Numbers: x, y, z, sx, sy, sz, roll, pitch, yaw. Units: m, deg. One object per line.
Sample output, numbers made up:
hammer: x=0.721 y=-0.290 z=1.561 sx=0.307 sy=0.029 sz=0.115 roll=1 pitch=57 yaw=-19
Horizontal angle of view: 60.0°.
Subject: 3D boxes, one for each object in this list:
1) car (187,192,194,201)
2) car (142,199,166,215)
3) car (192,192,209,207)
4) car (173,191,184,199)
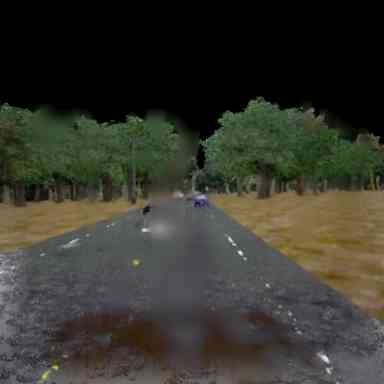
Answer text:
car: x=0.081 y=1.075 z=62.324 sx=1.895 sy=1.301 sz=4.718 roll=0 pitch=1 yaw=2
car: x=-3.592 y=1.402 z=31.923 sx=1.895 sy=1.301 sz=4.718 roll=0 pitch=1 yaw=0
car: x=1.230 y=1.166 z=43.445 sx=1.882 sy=1.535 sz=5.008 roll=0 pitch=1 yaw=0
car: x=-2.985 y=0.592 z=72.635 sx=2.097 sy=1.767 sz=4.553 roll=0 pitch=1 yaw=3
